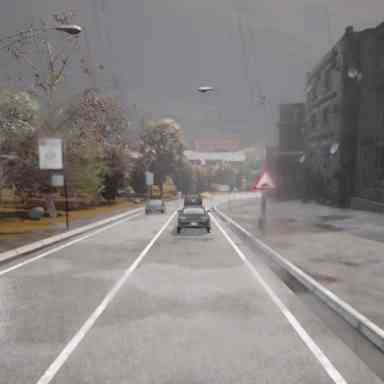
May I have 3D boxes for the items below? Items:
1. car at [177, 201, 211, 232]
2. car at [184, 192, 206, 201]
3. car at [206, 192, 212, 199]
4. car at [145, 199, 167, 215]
[{"bbox_3d":[0.099,1.490,19.556,1.812,1.442,4.674,0,0,0],"label":"car"},{"bbox_3d":[0.252,1.151,40.368,2.150,2.045,5.566,0,0,2],"label":"car"},{"bbox_3d":[3.020,0.774,73.820,1.882,1.535,5.008,2,2,21],"label":"car"},{"bbox_3d":[-3.536,1.464,33.184,1.812,1.442,4.674,0,0,1],"label":"car"}]
